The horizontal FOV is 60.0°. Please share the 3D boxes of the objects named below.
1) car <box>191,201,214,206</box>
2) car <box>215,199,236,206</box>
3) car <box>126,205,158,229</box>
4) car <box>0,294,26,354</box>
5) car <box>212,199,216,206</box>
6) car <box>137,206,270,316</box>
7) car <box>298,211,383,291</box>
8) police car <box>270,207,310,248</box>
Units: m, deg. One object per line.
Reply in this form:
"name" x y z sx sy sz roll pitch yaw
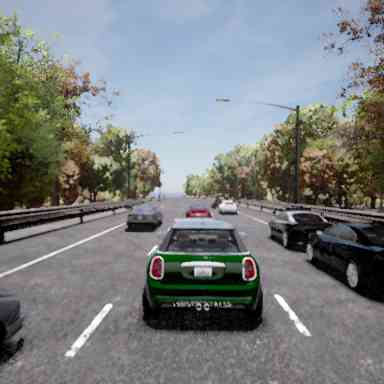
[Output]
"car" 0.484 1.663 26.806 1.994 1.385 4.181 0 0 0
"car" 3.983 1.699 37.273 1.812 1.442 4.674 0 0 0
"car" -3.052 1.597 22.098 2.033 1.411 5.357 0 0 1
"car" -3.385 1.526 2.372 2.033 1.411 5.357 0 0 1
"car" 3.910 1.763 50.668 1.812 1.442 4.674 0 0 -1
"car" 0.228 1.376 7.740 2.097 1.767 4.553 0 0 1
"car" 4.719 1.544 9.237 1.882 1.535 5.008 0 0 1
"police car" 4.822 1.514 15.385 1.930 1.638 5.238 0 0 1
